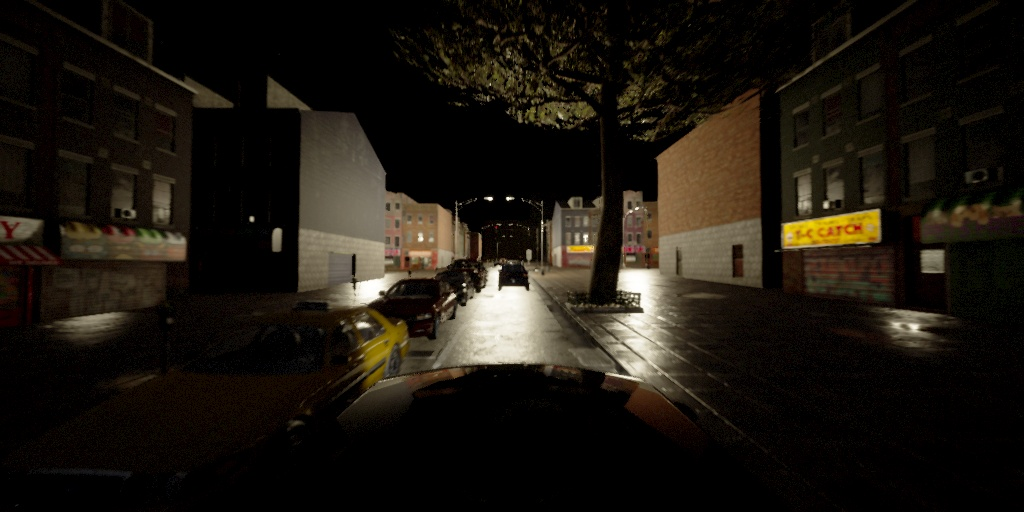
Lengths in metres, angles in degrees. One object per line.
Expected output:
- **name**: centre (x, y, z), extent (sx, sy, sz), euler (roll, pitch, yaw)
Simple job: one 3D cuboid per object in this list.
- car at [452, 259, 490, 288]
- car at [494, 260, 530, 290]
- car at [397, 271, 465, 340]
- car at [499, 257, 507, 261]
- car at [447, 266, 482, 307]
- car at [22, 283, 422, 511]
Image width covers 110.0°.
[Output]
- **car**: centre (-2.640, 1.095, 21.194), extent (2.192, 1.841, 5.009), euler (0, 0, 0)
- **car**: centre (0.096, 1.261, 22.710), extent (1.882, 1.535, 5.008), euler (0, 0, 0)
- **car**: centre (-2.638, 1.307, 10.124), extent (1.888, 1.381, 4.507), euler (0, 0, 0)
- **car**: centre (0.087, 1.158, 33.640), extent (2.097, 1.767, 4.553), euler (0, 0, 0)
- **car**: centre (-2.639, 1.321, 15.660), extent (2.007, 1.370, 4.403), euler (0, 0, 0)
- **car**: centre (-2.637, 1.279, 4.419), extent (1.751, 1.417, 4.829), euler (0, 0, 0)
